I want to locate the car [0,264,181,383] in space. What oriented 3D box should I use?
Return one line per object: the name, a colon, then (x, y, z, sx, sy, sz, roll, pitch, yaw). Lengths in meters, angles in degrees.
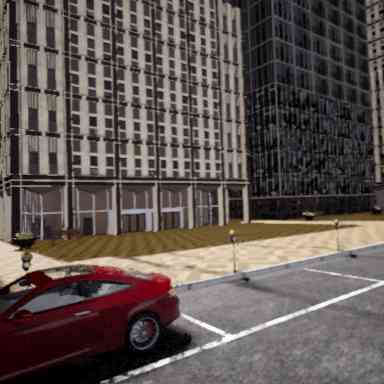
car: (-2.130, 1.844, 5.019, 4.206, 1.307, 1.802, -1, -2, -36)
